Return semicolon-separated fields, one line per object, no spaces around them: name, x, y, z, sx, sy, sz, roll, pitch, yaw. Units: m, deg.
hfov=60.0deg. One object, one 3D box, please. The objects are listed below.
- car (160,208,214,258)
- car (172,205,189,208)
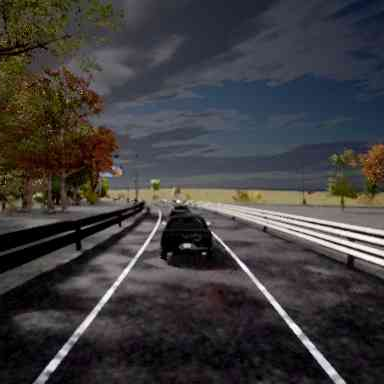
car;-0.231;1.647;13.520;1.882;1.535;5.008;0;0;-2
car;-0.939;1.852;27.416;1.837;1.490;4.892;0;0;-3
